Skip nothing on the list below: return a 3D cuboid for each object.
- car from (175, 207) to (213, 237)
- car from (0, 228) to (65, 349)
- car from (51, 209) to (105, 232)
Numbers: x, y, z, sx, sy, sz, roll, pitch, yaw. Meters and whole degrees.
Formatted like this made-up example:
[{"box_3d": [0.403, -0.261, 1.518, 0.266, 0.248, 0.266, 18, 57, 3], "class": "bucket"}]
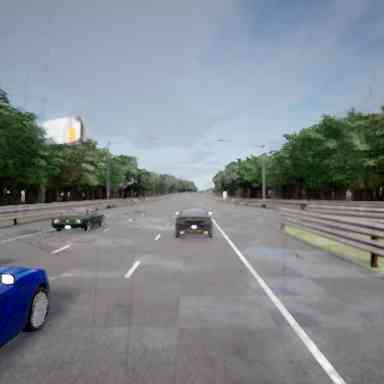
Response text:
[{"box_3d": [0.104, 1.549, 18.522, 1.882, 1.535, 5.008, 0, 0, 0], "class": "car"}, {"box_3d": [-3.399, 1.489, 3.804, 1.882, 1.535, 5.008, 0, 0, 0], "class": "car"}, {"box_3d": [-6.895, 1.683, 20.726, 1.895, 1.301, 4.718, 0, 0, 0], "class": "car"}]
